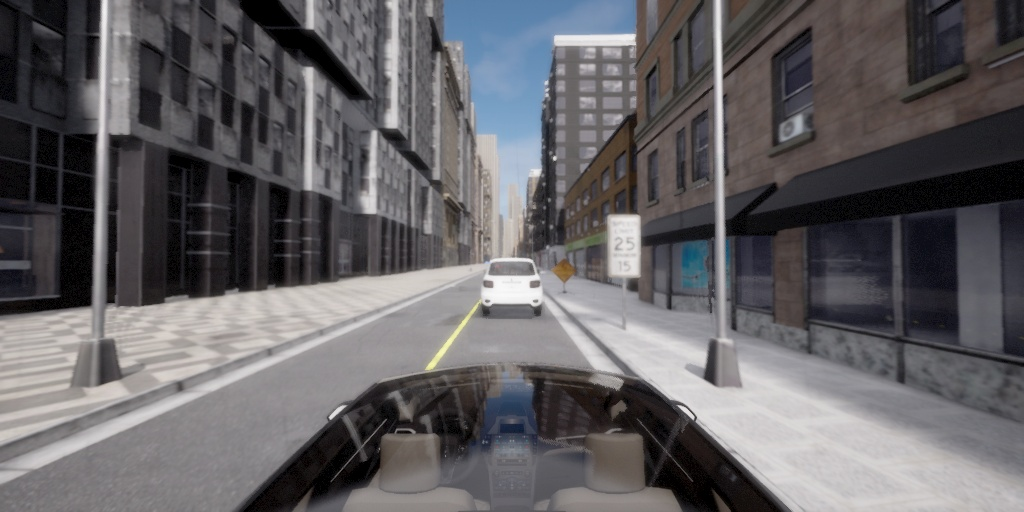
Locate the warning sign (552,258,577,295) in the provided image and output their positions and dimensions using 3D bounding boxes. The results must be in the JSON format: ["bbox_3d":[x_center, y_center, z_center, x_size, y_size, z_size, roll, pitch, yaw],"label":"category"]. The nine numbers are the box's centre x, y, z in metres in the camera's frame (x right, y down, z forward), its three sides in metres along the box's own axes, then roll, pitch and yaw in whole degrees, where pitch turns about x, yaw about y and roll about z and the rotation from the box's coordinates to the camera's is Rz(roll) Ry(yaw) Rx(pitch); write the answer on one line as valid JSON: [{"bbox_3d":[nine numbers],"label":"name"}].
[{"bbox_3d":[2.703,1.042,18.467,1.300,1.860,1.060,0,0,0],"label":"warning sign"}]

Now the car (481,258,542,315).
[{"bbox_3d":[0.000,1.109,14.439,2.150,2.045,5.566,0,0,0],"label":"car"}]
